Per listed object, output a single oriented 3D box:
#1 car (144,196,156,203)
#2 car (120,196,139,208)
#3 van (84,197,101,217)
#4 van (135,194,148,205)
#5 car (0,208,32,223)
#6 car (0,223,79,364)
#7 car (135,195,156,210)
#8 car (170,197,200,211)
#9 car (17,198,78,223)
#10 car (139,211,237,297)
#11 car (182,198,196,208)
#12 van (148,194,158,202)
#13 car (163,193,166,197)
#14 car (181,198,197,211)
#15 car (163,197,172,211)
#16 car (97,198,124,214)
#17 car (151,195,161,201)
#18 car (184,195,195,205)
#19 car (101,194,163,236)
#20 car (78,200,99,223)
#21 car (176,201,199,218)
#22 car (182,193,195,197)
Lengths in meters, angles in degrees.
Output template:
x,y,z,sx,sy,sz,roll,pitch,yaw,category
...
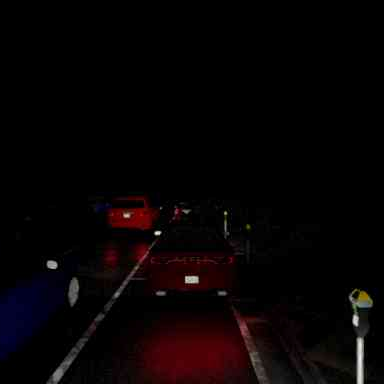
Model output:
x,y,z,sx,sy,sz,roll,pitch,yaw,category
-8.911,1.552,70.437,2.008,1.369,4.403,0,0,0,car
-8.911,1.439,47.891,1.967,1.590,4.097,0,0,0,car
-8.911,1.340,30.980,1.690,1.788,3.998,0,0,0,van
-8.911,1.340,59.164,1.690,1.788,3.998,0,0,0,van
-8.910,1.565,14.070,1.947,1.339,4.313,0,0,0,car
-3.146,1.477,4.610,1.882,1.535,5.008,0,0,0,car
-6.186,1.350,44.618,2.097,1.767,4.553,0,0,1,car
-0.386,1.439,25.353,1.967,1.590,4.097,0,0,0,car
-8.911,1.314,19.706,2.192,1.841,5.009,0,0,0,car
-0.006,1.477,8.651,1.882,1.535,5.008,0,0,0,car
-0.385,1.565,47.899,1.947,1.339,4.313,0,0,0,car
-8.912,1.345,76.073,1.690,1.788,3.998,0,0,0,van
-8.912,1.324,87.347,2.192,1.841,5.009,0,0,0,car
-0.385,1.543,42.263,1.887,1.381,4.507,0,0,0,car
-3.099,1.564,34.781,1.994,1.385,4.181,0,0,1,car
-8.911,1.439,36.617,1.967,1.590,4.097,0,0,0,car
-8.911,1.446,81.710,1.967,1.590,4.097,0,0,0,car
-0.386,1.439,59.171,1.967,1.590,4.097,0,0,0,car
-3.112,1.222,18.640,2.150,2.045,5.566,0,0,0,car
-8.910,1.544,25.344,1.887,1.381,4.507,0,0,0,car
-0.385,1.565,30.990,1.947,1.339,4.313,0,0,0,car
-0.386,1.314,36.627,2.192,1.841,5.009,0,0,0,car
